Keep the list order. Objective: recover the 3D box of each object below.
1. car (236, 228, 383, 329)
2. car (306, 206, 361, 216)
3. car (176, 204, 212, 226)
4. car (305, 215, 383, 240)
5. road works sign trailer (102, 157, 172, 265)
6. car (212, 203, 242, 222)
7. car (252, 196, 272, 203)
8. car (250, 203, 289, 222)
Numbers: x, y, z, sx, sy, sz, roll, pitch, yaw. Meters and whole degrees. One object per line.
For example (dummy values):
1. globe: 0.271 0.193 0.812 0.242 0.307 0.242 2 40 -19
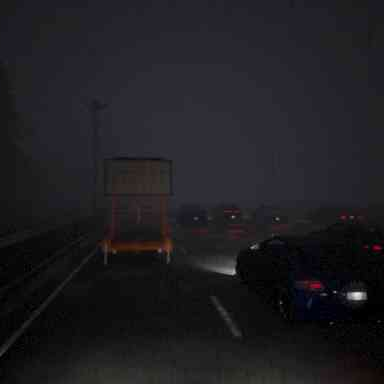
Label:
1. car: 2.344 1.630 7.257 1.994 1.385 4.181 0 0 -8
2. car: 10.528 1.786 25.083 2.033 1.411 5.357 0 0 -8
3. car: -0.089 1.669 25.244 1.882 1.535 5.008 0 0 -8
4. car: 5.374 1.672 10.965 1.994 1.385 4.181 0 0 -8
5. road works sign trailer: -1.938 0.548 12.100 2.380 3.560 2.880 0 0 -8
6. car: 2.947 1.737 28.898 1.837 1.490 4.892 0 0 -8
7. car: 13.920 1.775 65.813 3.866 1.878 1.905 0 0 -8
8. car: 6.510 1.848 28.675 1.895 1.301 4.718 0 0 -8
